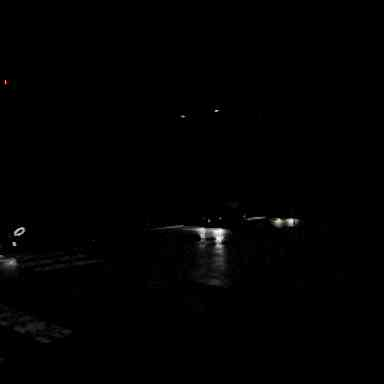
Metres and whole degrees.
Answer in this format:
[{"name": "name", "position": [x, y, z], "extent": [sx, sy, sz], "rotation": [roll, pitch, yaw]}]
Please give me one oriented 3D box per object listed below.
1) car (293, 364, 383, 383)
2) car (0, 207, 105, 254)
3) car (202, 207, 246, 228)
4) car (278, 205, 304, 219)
[{"name": "car", "position": [2.391, 1.551, 1.247], "extent": [4.403, 1.369, 2.008], "rotation": [0, 0, 36]}, {"name": "car", "position": [-6.142, 1.555, 14.681], "extent": [2.097, 1.767, 4.553], "rotation": [0, -1, 35]}, {"name": "car", "position": [2.690, 2.020, 27.100], "extent": [1.837, 1.490, 4.892], "rotation": [0, -2, 35]}, {"name": "car", "position": [12.023, 2.330, 40.189], "extent": [1.882, 1.535, 5.008], "rotation": [0, -2, 36]}]
